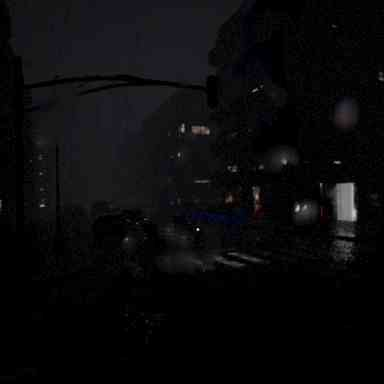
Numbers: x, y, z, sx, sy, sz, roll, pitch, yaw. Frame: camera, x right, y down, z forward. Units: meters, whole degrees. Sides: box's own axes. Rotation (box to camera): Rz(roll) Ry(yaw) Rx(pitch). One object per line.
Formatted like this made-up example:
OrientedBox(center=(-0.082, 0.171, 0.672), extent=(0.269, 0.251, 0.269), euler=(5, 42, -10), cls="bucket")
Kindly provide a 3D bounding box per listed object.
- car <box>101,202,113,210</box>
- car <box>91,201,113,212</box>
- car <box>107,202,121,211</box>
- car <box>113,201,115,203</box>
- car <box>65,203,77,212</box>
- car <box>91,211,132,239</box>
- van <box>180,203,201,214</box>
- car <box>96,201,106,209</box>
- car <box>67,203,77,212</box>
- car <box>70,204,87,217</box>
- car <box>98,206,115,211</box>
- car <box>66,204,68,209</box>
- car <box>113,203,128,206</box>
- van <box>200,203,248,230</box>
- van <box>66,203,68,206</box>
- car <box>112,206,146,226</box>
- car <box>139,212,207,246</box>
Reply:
OrientedBox(center=(-20.886, 3.295, 81.271), extent=(2.192, 1.841, 5.009), euler=(-2, -1, -22), cls="car")
OrientedBox(center=(-12.875, 2.386, 46.526), extent=(2.150, 2.045, 5.566), euler=(-1, -1, -22), cls="car")
OrientedBox(center=(-16.649, 3.007, 70.903), extent=(2.192, 1.841, 5.009), euler=(-2, -1, -22), cls="car")
OrientedBox(center=(-15.033, 2.683, 60.145), extent=(2.150, 2.045, 5.566), euler=(-1, -1, -22), cls="car")
OrientedBox(center=(-26.524, 3.282, 72.944), extent=(2.192, 1.841, 5.009), euler=(-2, -1, -22), cls="car")
OrientedBox(center=(-5.306, 2.111, 21.109), extent=(1.802, 1.307, 4.206), euler=(-2, -1, -22), cls="car")
OrientedBox(center=(0.302, 1.883, 29.431), extent=(1.690, 1.788, 3.998), euler=(-2, -1, -22), cls="van")
OrientedBox(center=(-25.123, 3.583, 91.640), extent=(2.192, 1.841, 5.009), euler=(-2, -1, -22), cls="car")
OrientedBox(center=(-18.023, 2.831, 52.216), extent=(1.967, 1.590, 4.097), euler=(-2, -1, -22), cls="car")
OrientedBox(center=(-15.900, 2.829, 47.030), extent=(1.802, 1.307, 4.206), euler=(-2, -1, -22), cls="car")
OrientedBox(center=(-8.838, 2.490, 36.547), extent=(1.895, 1.301, 4.718), euler=(-1, -1, -22), cls="car")
OrientedBox(center=(-20.138, 3.085, 57.398), extent=(2.008, 1.369, 4.403), euler=(-2, -1, -22), cls="car")
OrientedBox(center=(-9.901, 2.713, 47.596), extent=(1.895, 1.301, 4.718), euler=(-1, -1, -22), cls="car")
OrientedBox(center=(2.421, 1.740, 24.246), extent=(1.690, 1.788, 3.998), euler=(-2, -1, -22), cls="van")
OrientedBox(center=(-22.264, 3.020, 62.585), extent=(1.690, 1.788, 3.998), euler=(-2, -1, -22), cls="van")
OrientedBox(center=(-5.013, 2.157, 27.218), extent=(1.812, 1.442, 4.674), euler=(-1, -1, -23), cls="car")
OrientedBox(center=(-1.193, 1.973, 17.859), extent=(1.895, 1.301, 4.718), euler=(-1, -1, -22), cls="car")
